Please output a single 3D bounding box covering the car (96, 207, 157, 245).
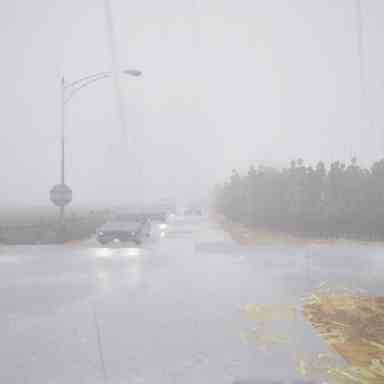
[{"bbox_3d":[-3.190,1.707,16.705,2.033,1.411,5.357,0,-1,0],"label":"car"}]

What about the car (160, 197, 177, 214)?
[{"bbox_3d":[-3.140,1.636,42.507,2.150,2.045,5.566,0,0,0],"label":"car"}]

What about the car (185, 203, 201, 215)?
[{"bbox_3d":[0.119,2.004,39.982,1.895,1.301,4.718,0,0,0],"label":"car"}]

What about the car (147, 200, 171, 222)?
[{"bbox_3d":[-3.182,1.799,29.504,1.882,1.535,5.008,0,0,0],"label":"car"}]
